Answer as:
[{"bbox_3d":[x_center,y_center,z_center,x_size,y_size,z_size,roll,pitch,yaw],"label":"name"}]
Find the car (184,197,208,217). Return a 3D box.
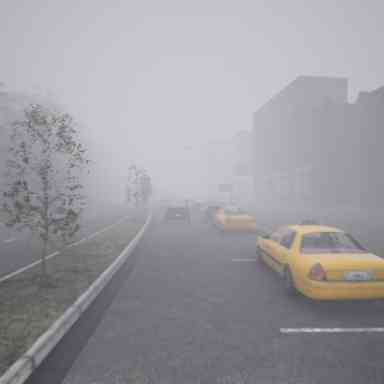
[{"bbox_3d":[0.672,1.451,36.074,2.097,1.535,5.008,0,0,-7],"label":"car"}]

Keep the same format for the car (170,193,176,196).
[{"bbox_3d":[-2.287,1.413,57.996,2.163,1.488,4.792,0,0,-8],"label":"car"}]

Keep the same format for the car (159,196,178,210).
[{"bbox_3d":[-3.223,1.546,42.792,1.895,1.301,4.718,0,0,-8],"label":"car"}]

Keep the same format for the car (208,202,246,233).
[{"bbox_3d":[2.343,1.468,19.521,1.946,1.575,5.366,0,0,-3],"label":"car"}]

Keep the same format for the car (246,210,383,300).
[{"bbox_3d":[2.918,1.473,8.518,1.946,1.575,5.366,0,0,-1],"label":"car"}]

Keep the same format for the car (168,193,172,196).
[{"bbox_3d":[-3.024,1.401,63.462,2.002,1.452,4.674,0,0,-8],"label":"car"}]

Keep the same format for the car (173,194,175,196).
[{"bbox_3d":[-1.541,1.445,52.469,2.002,1.452,4.674,0,0,-8],"label":"car"}]

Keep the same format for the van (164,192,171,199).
[{"bbox_3d":[-6.749,0.975,91.062,1.878,1.987,4.442,0,0,-8],"label":"van"}]

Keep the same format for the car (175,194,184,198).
[{"bbox_3d":[-0.798,1.424,46.968,2.231,1.521,4.892,0,0,-8],"label":"car"}]

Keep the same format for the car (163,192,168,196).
[{"bbox_3d":[-4.511,1.054,74.485,2.435,2.045,5.566,0,0,-8],"label":"car"}]

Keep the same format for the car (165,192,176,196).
[{"bbox_3d":[-3.771,1.365,68.991,2.163,1.488,4.792,0,0,-8],"label":"car"}]

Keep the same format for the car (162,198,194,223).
[{"bbox_3d":[-1.169,1.458,25.318,1.882,1.535,5.008,0,0,-5],"label":"car"}]
